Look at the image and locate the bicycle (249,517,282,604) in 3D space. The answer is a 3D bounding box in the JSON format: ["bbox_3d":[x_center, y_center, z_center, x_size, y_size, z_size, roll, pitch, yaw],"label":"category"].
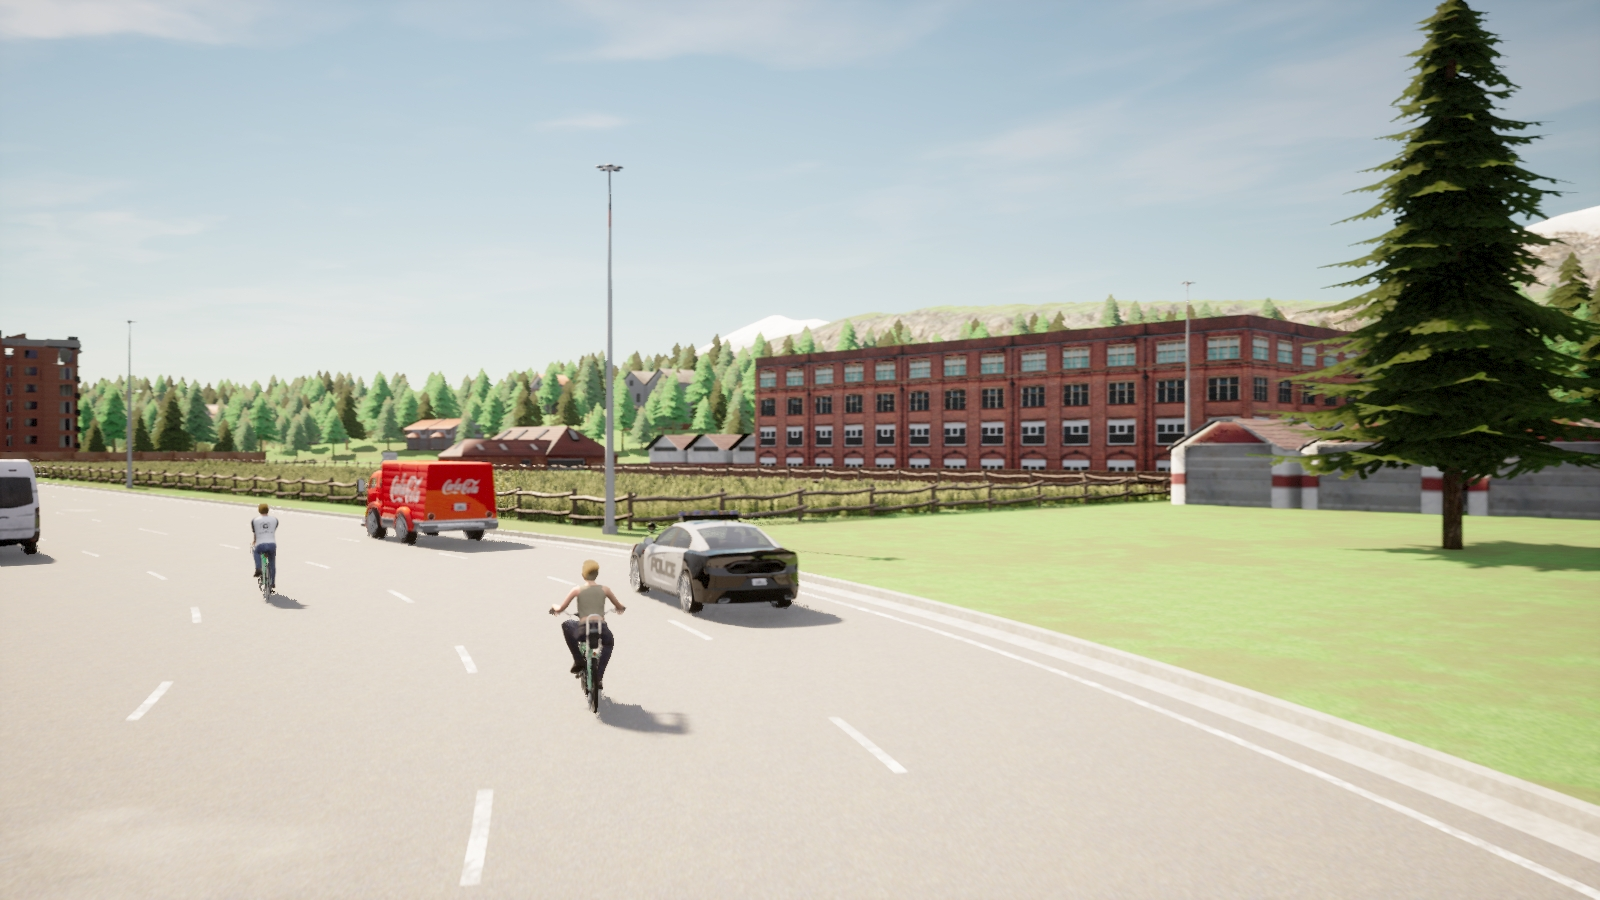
[{"bbox_3d":[-10.143,2.060,21.656,0.373,1.496,1.643,-1,0,-31],"label":"bicycle"}]

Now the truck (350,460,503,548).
[{"bbox_3d":[-11.718,1.573,35.615,2.627,2.467,5.204,0,0,-42],"label":"truck"}]

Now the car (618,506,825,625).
[{"bbox_3d":[-1.632,1.984,21.101,2.097,1.638,5.238,0,0,-25],"label":"car"}]

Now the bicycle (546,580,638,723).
[{"bbox_3d":[-2.312,2.159,12.561,0.859,1.276,1.487,0,0,-16],"label":"bicycle"}]

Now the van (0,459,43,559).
[{"bbox_3d":[-22.694,1.541,31.741,1.988,2.561,5.915,0,0,-41],"label":"van"}]
